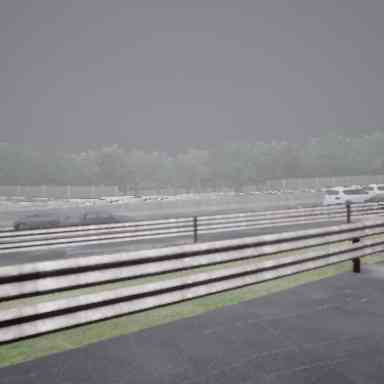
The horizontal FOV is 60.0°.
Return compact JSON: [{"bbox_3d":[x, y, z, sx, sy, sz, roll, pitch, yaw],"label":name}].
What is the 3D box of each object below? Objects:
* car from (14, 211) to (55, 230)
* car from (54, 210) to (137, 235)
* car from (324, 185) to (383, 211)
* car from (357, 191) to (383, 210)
[{"bbox_3d":[-11.331,2.155,25.582,4.181,1.385,1.994,-3,1,-20],"label":"car"},{"bbox_3d":[-6.619,2.025,23.585,5.357,1.411,2.033,-3,1,-20],"label":"car"},{"bbox_3d":[15.185,0.593,31.599,5.566,2.045,2.150,-3,1,-20],"label":"car"},{"bbox_3d":[17.075,0.863,28.566,4.892,1.490,1.837,-3,1,-20],"label":"car"}]
